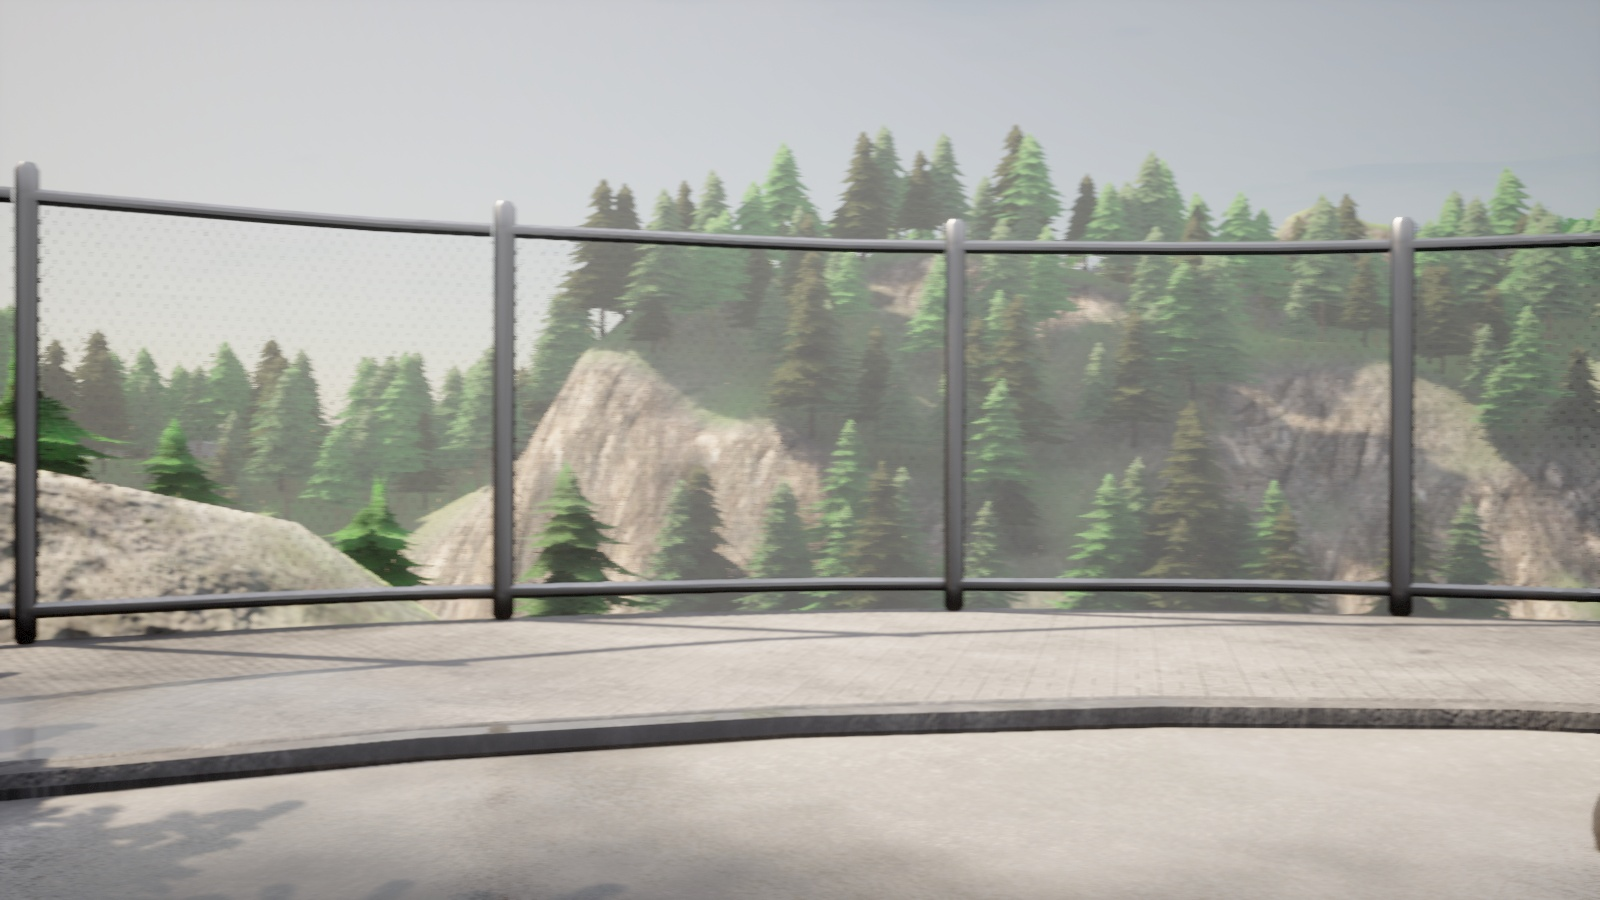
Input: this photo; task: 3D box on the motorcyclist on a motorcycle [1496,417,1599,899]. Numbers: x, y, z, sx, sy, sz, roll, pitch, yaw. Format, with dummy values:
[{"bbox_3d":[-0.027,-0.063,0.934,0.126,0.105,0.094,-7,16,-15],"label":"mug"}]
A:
[{"bbox_3d":[3.521,0.686,4.257,1.817,1.590,0.866,0,1,2],"label":"motorcyclist on a motorcycle"}]
